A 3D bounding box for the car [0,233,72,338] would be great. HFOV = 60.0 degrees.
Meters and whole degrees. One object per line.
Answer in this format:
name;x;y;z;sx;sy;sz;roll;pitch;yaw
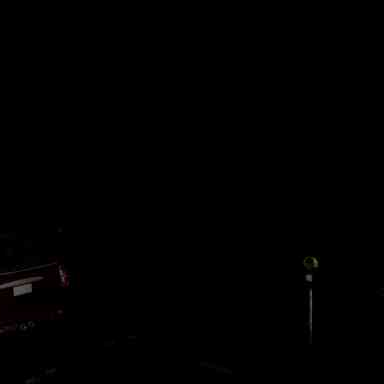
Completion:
car;-4.033;1.440;5.949;4.097;1.590;1.967;0;0;35
